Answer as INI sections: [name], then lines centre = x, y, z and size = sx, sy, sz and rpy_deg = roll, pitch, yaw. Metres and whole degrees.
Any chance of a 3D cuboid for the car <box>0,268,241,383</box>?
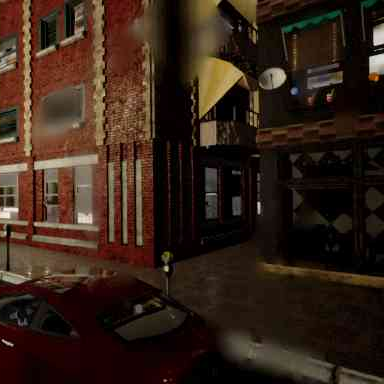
[car]
centre = -1.472, 1.583, 3.899
size = 4.206, 1.307, 1.802
rpy_deg = 0, -1, 36
